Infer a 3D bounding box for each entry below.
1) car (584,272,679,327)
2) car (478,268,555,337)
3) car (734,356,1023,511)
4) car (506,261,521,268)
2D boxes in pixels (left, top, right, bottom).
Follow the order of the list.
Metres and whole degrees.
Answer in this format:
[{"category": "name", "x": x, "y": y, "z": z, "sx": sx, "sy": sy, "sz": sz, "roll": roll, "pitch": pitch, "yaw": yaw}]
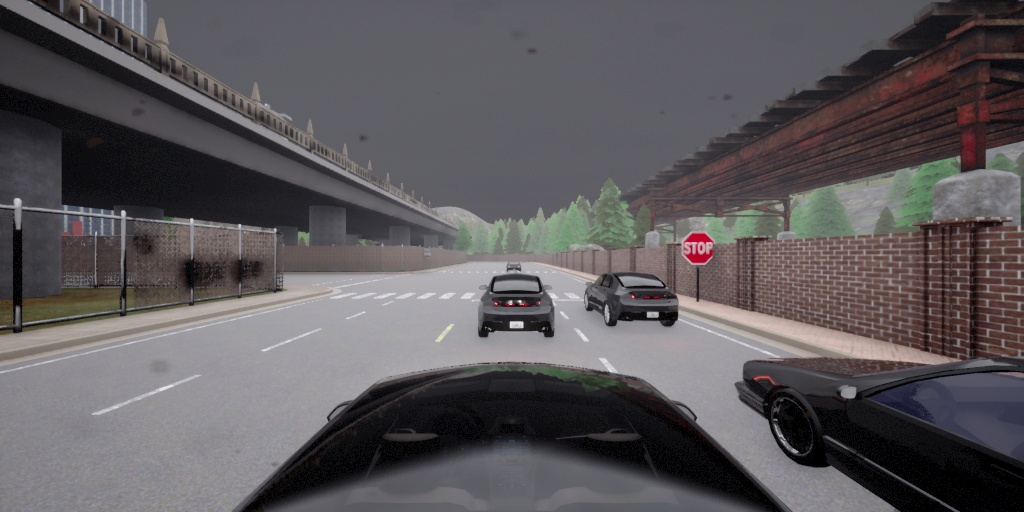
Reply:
[{"category": "car", "x": 3.609, "y": 1.255, "z": 11.586, "sx": 1.837, "sy": 1.490, "sz": 4.892, "roll": 0, "pitch": 0, "yaw": 0}, {"category": "car", "x": 0.106, "y": 1.255, "z": 10.229, "sx": 1.837, "sy": 1.490, "sz": 4.892, "roll": 0, "pitch": 0, "yaw": 0}, {"category": "car", "x": 3.600, "y": 1.297, "z": 1.839, "sx": 2.033, "sy": 1.411, "sz": 5.357, "roll": 0, "pitch": 0, "yaw": 0}, {"category": "car", "x": 0.225, "y": 1.351, "z": 46.250, "sx": 1.895, "sy": 1.301, "sz": 4.718, "roll": 0, "pitch": 0, "yaw": -1}]
